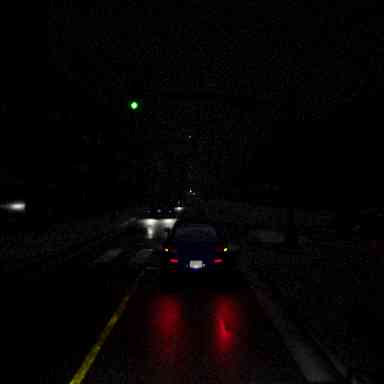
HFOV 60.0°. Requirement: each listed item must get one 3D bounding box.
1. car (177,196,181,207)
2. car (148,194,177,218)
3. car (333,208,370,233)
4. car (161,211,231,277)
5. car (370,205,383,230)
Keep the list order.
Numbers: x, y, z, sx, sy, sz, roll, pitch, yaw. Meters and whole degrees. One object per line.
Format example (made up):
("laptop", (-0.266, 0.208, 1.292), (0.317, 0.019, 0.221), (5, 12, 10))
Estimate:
("car", (-2.802, 1.478, 52.606), (2.097, 1.767, 4.553), (0, 0, 1))
("car", (-2.837, 1.268, 31.530), (2.150, 2.045, 5.566), (0, 1, 0))
("car", (10.371, 1.550, 18.895), (4.507, 1.381, 1.887), (0, 0, 0))
("car", (0.099, 1.533, 10.103), (1.812, 1.442, 4.674), (0, 0, 0))
("car", (12.272, 1.230, 16.413), (5.566, 2.045, 2.150), (0, 0, 2))
